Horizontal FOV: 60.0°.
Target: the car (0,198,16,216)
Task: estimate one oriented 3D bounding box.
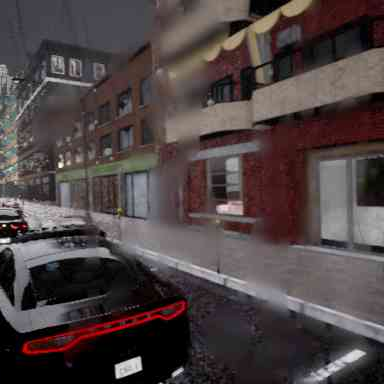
[{"bbox_3d":[-17.211,1.288,29.913,1.887,1.381,4.507,-2,1,-35],"label":"car"}]

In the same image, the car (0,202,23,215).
[{"bbox_3d":[-7.702,1.385,13.203,1.837,1.490,4.892,-2,2,-35],"label":"car"}]

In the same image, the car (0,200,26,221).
[{"bbox_3d":[-13.958,1.348,25.244,1.802,1.307,4.206,-2,1,-35],"label":"car"}]

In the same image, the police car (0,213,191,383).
[{"bbox_3d":[-2.050,1.349,5.085,1.930,1.638,5.238,-2,2,-35],"label":"police car"}]

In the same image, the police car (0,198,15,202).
[{"bbox_3d":[-11.196,1.279,18.214,1.930,1.638,5.238,-2,2,-35],"label":"police car"}]

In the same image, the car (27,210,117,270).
[{"bbox_3d":[-4.202,1.420,11.238,1.802,1.307,4.206,-2,1,-35],"label":"car"}]
